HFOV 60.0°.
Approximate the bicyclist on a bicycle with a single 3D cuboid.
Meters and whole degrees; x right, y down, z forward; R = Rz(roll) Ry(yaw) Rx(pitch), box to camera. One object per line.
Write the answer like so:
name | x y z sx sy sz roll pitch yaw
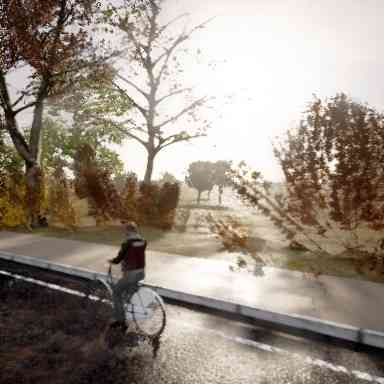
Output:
bicyclist on a bicycle | -1.147 1.355 5.430 1.843 1.776 0.659 1 0 35
